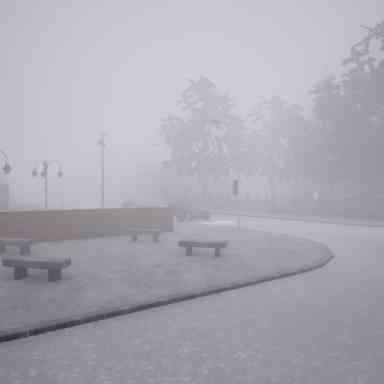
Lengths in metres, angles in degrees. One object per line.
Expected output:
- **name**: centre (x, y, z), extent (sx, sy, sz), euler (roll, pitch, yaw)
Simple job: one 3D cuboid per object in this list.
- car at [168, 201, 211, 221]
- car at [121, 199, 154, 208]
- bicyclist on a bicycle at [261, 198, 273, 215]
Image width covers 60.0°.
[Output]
- **car**: centre (-0.385, 1.505, 27.429), extent (1.837, 1.490, 4.892), euler (0, 0, -35)
- **car**: centre (-5.747, 1.478, 35.000), extent (1.882, 1.535, 5.008), euler (0, 0, -35)
- **bicyclist on a bicycle**: centre (7.062, 1.349, 31.440), extent (1.656, 1.620, 0.582), euler (0, 0, -35)
